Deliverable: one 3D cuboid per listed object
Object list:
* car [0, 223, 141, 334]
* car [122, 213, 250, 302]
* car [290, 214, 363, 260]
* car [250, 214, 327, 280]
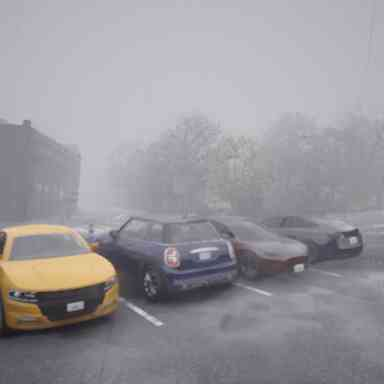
[{"bbox_3d":[-3.236,1.485,7.144,2.097,1.535,5.008,0,0,-35],"label":"car"},{"bbox_3d":[-0.950,1.363,8.726,2.185,1.767,4.553,0,0,-35],"label":"car"},{"bbox_3d":[3.553,1.510,12.005,2.163,1.488,4.792,0,0,-35],"label":"car"},{"bbox_3d":[1.319,1.514,10.343,2.163,1.488,4.792,0,0,-35],"label":"car"}]
